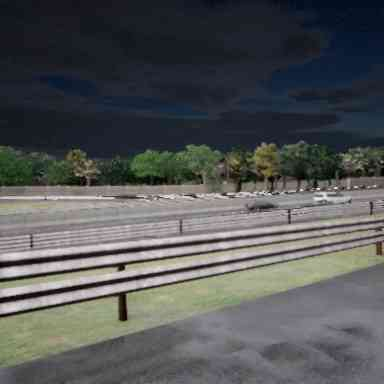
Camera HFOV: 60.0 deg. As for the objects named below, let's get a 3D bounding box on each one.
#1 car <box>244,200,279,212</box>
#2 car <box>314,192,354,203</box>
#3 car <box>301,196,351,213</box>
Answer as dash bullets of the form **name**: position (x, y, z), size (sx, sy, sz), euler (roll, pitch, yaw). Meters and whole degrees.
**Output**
- **car**: position (8.851, 1.747, 42.498), size (4.674, 1.442, 1.812), euler (-3, 2, -23)
- **car**: position (18.051, 0.991, 42.611), size (5.566, 2.045, 2.150), euler (-3, 2, -23)
- **car**: position (14.718, 1.624, 37.388), size (5.357, 1.411, 2.033), euler (-3, 2, -23)
